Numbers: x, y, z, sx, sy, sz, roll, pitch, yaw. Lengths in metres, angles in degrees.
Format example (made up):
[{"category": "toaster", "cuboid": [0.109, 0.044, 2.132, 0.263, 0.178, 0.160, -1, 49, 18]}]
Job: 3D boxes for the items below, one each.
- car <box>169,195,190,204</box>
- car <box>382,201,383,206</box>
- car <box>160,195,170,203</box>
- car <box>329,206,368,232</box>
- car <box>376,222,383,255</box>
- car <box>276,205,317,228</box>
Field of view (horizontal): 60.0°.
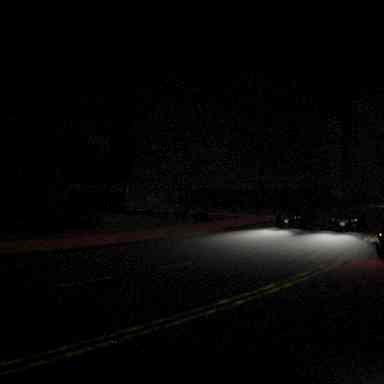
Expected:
[{"category": "car", "cuboid": [-2.876, 1.996, 78.757, 1.970, 1.475, 3.806, 0, -1, 36]}, {"category": "car", "cuboid": [44.228, 2.422, 75.009, 1.812, 1.442, 4.674, 0, -1, 36]}, {"category": "car", "cuboid": [-5.220, 1.754, 80.456, 1.905, 1.878, 3.866, 0, -1, 36]}, {"category": "car", "cuboid": [10.639, 1.744, 22.480, 2.128, 1.511, 4.902, 0, -1, 35]}, {"category": "car", "cuboid": [8.609, 1.690, 13.275, 1.812, 1.442, 4.674, 0, 0, 36]}, {"category": "car", "cuboid": [7.743, 1.739, 24.446, 2.128, 1.511, 4.902, 0, -1, 35]}]
